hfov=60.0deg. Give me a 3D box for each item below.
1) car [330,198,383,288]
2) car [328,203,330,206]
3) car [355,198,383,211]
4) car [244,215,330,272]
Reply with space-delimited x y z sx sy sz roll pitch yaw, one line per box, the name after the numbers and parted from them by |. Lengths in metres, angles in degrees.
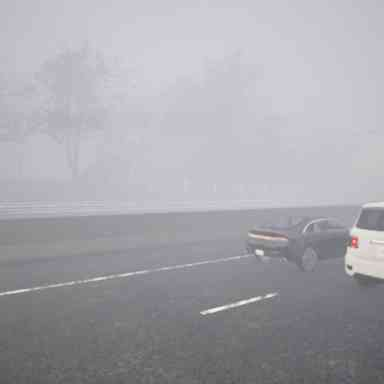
5.961 1.227 8.002 5.566 2.045 2.150 0 0 -35 | car
20.341 1.596 44.266 5.357 1.411 2.033 0 0 -35 | car
22.799 1.541 41.720 4.902 1.511 2.128 0 0 -35 | car
3.886 1.497 10.816 4.902 1.511 2.128 0 0 -35 | car
